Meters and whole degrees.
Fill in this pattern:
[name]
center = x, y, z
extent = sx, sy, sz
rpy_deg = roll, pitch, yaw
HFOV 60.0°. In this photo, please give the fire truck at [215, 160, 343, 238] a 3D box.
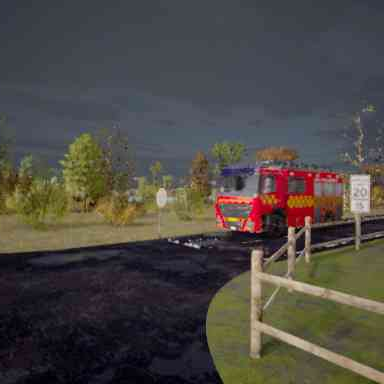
[fire truck]
center = 5.231, 0.303, 18.818
extent = 8.468, 3.827, 2.891
rpy_deg = 0, 1, -40
